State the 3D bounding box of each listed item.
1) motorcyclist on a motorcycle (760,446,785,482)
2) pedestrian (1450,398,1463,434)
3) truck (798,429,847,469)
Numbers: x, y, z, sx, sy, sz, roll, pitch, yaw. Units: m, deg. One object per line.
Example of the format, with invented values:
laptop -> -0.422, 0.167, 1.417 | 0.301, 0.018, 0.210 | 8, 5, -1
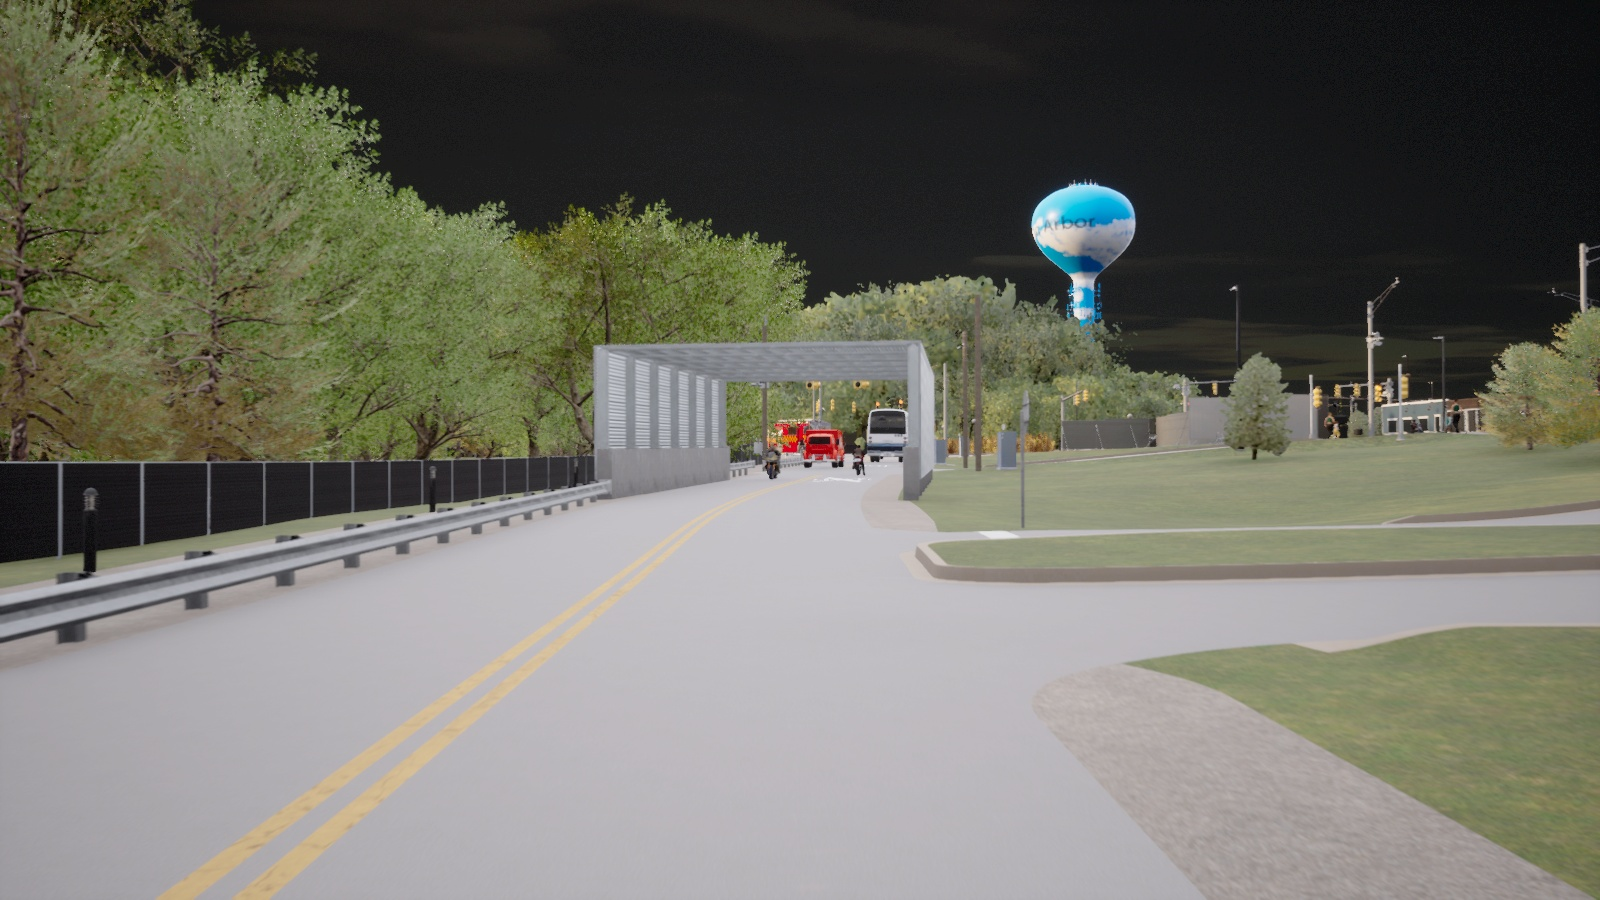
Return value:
motorcyclist on a motorcycle -> -1.214, 0.599, 55.623 | 0.866, 1.530, 2.191 | 0, 0, 5
pedestrian -> 34.367, -1.771, 65.700 | 0.345, 1.836, 0.594 | 0, -1, 0
truck -> 1.507, -0.088, 81.458 | 2.627, 2.467, 5.204 | 0, 0, 7
